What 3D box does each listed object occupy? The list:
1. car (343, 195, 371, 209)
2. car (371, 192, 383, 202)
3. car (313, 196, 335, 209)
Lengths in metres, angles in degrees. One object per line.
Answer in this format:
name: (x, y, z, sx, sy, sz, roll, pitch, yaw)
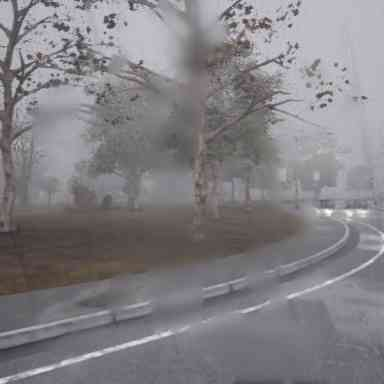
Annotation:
car: (17.705, 1.126, 36.199, 1.994, 1.385, 4.181, -1, 1, 19)
car: (29.452, 0.722, 51.982, 5.357, 1.411, 2.033, -1, 1, -15)
car: (14.698, 1.163, 37.299, 1.994, 1.385, 4.181, -1, 1, 19)
